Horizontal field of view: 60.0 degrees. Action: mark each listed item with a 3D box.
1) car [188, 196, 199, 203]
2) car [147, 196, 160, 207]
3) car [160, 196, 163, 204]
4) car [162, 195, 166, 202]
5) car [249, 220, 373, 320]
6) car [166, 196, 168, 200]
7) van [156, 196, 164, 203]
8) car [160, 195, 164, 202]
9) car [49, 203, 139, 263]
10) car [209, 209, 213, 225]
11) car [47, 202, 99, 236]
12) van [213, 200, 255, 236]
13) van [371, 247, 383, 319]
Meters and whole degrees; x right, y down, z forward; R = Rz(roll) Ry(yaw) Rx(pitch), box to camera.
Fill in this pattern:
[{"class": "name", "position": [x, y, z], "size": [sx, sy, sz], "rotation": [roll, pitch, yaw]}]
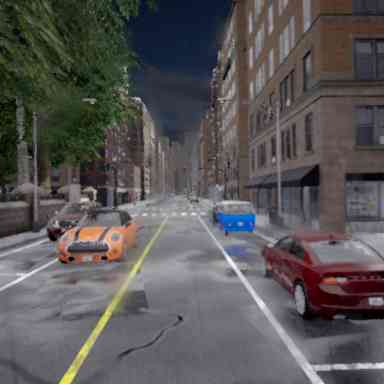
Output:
[{"class": "car", "position": [0.599, 1.771, 78.600], "size": [1.967, 1.590, 4.097], "rotation": [-1, 0, -2]}, {"class": "car", "position": [-7.426, 1.925, 61.795], "size": [1.752, 1.417, 4.829], "rotation": [-1, 0, -2]}, {"class": "car", "position": [-7.592, 1.978, 67.412], "size": [2.008, 1.369, 4.403], "rotation": [-1, 0, -2]}, {"class": "car", "position": [-7.917, 2.029, 78.310], "size": [1.887, 1.381, 4.507], "rotation": [-1, 0, -2]}, {"class": "car", "position": [2.723, 1.532, 7.274], "size": [1.887, 1.381, 4.507], "rotation": [-1, 0, -2]}, {"class": "car", "position": [-8.241, 2.094, 89.206], "size": [2.008, 1.369, 4.403], "rotation": [-1, 0, -2]}, {"class": "van", "position": [-8.083, 1.854, 83.759], "size": [1.690, 1.788, 3.998], "rotation": [-1, 0, -2]}, {"class": "car", "position": [-7.755, 2.000, 72.861], "size": [1.887, 1.381, 4.507], "rotation": [-1, 0, -2]}, {"class": "car", "position": [-3.293, 1.473, 12.487], "size": [2.097, 1.767, 4.553], "rotation": [-1, 0, -2]}, {"class": "car", "position": [2.219, 1.640, 24.247], "size": [1.947, 1.339, 4.313], "rotation": [-1, 0, -2]}, {"class": "car", "position": [-6.136, 1.514, 18.297], "size": [2.192, 1.841, 5.009], "rotation": [-1, 0, -2]}, {"class": "van", "position": [2.383, 1.387, 18.591], "size": [1.690, 1.788, 3.998], "rotation": [-1, 0, -2]}, {"class": "van", "position": [2.887, 1.298, 1.617], "size": [1.690, 1.788, 3.998], "rotation": [-1, 0, -2]}]
